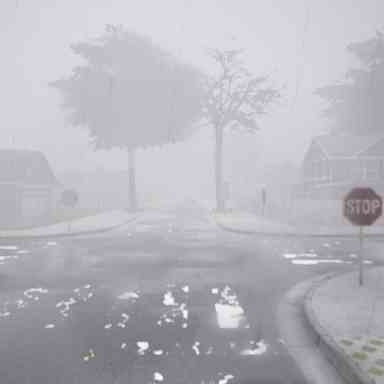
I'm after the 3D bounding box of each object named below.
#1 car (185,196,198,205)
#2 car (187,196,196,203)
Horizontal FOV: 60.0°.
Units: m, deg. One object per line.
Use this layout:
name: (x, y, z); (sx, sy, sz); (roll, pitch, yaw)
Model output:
car: (-0.096, 1.474, 56.755); (1.812, 1.442, 4.674); (0, 0, 0)
car: (-0.113, 1.540, 66.788); (1.895, 1.301, 4.718); (0, 0, 0)
